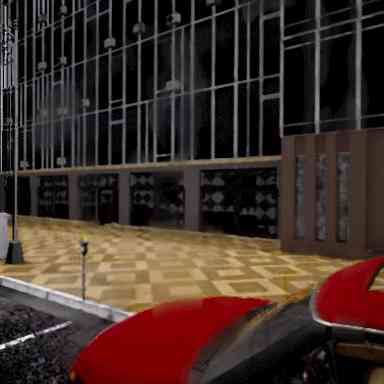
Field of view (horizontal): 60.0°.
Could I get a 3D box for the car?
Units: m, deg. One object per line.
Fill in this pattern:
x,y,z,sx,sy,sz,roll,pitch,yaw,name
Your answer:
1.381,1.313,1.717,5.009,1.841,2.192,-1,1,36,car
